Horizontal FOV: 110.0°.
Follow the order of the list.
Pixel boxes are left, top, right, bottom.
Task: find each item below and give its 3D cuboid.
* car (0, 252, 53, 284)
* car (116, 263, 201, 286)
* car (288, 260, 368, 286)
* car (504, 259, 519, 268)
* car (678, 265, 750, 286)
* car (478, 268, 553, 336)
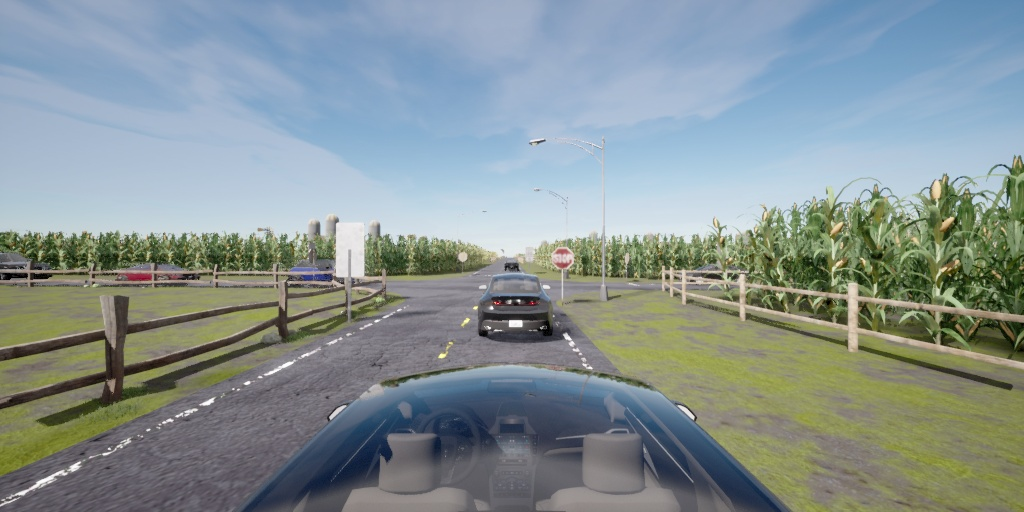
[{"bbox_3d":[-33.951,0.774,23.587,5.566,2.045,2.150,0,-1,1],"label":"car"},{"bbox_3d":[-23.070,1.174,23.499,4.181,1.385,1.994,0,-1,0],"label":"car"},{"bbox_3d":[-11.729,1.021,23.096,4.553,1.767,2.097,0,-1,4],"label":"car"},{"bbox_3d":[-0.030,1.211,50.314,1.882,1.535,5.008,0,0,0],"label":"car"},{"bbox_3d":[14.727,1.374,26.173,4.892,1.490,1.837,0,-1,0],"label":"car"},{"bbox_3d":[0.078,1.255,10.369,1.837,1.490,4.892,0,0,0],"label":"car"}]
